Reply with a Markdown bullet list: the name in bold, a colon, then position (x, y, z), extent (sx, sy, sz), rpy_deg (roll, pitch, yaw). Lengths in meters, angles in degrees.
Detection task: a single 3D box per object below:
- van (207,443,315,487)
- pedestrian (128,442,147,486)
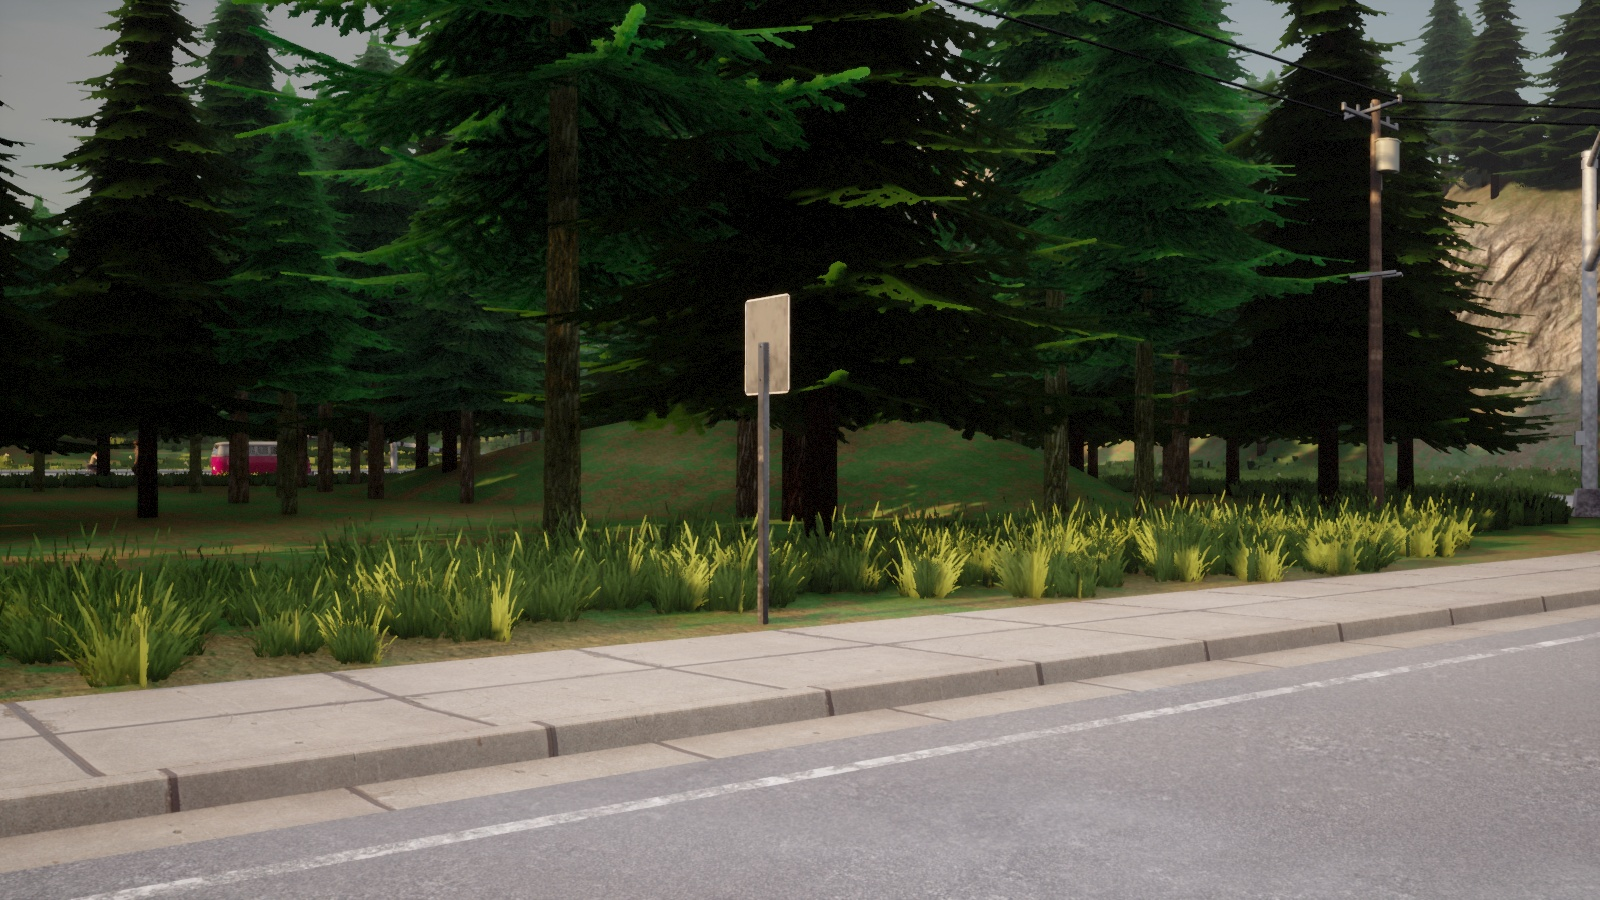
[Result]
- **van**: position (-25.500, 0.697, 59.442), extent (4.442, 1.987, 1.775), rpy_deg (0, 0, -35)
- **pedestrian**: position (-27.765, 0.595, 52.621), extent (0.634, 1.846, 0.331), rpy_deg (0, 0, -16)
